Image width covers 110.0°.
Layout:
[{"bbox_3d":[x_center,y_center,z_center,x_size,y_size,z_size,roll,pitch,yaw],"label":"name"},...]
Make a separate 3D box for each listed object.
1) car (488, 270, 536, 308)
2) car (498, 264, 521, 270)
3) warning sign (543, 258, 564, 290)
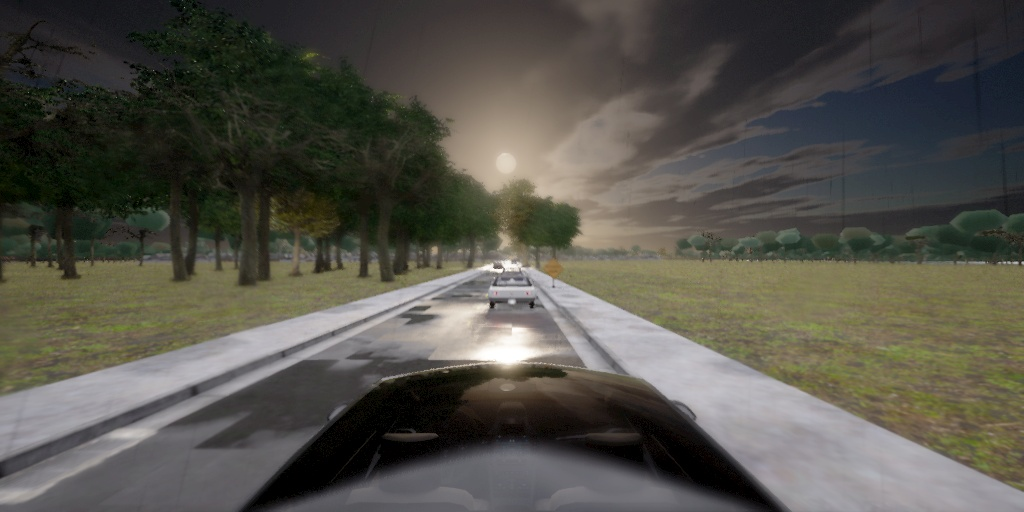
[{"bbox_3d":[0.006,1.486,15.952,1.895,1.301,4.718,0,-1,0],"label":"car"},{"bbox_3d":[0.010,1.629,30.950,1.895,1.301,4.718,0,-1,0],"label":"car"},{"bbox_3d":[2.523,1.056,21.694,1.300,1.860,1.060,0,0,0],"label":"warning sign"}]
